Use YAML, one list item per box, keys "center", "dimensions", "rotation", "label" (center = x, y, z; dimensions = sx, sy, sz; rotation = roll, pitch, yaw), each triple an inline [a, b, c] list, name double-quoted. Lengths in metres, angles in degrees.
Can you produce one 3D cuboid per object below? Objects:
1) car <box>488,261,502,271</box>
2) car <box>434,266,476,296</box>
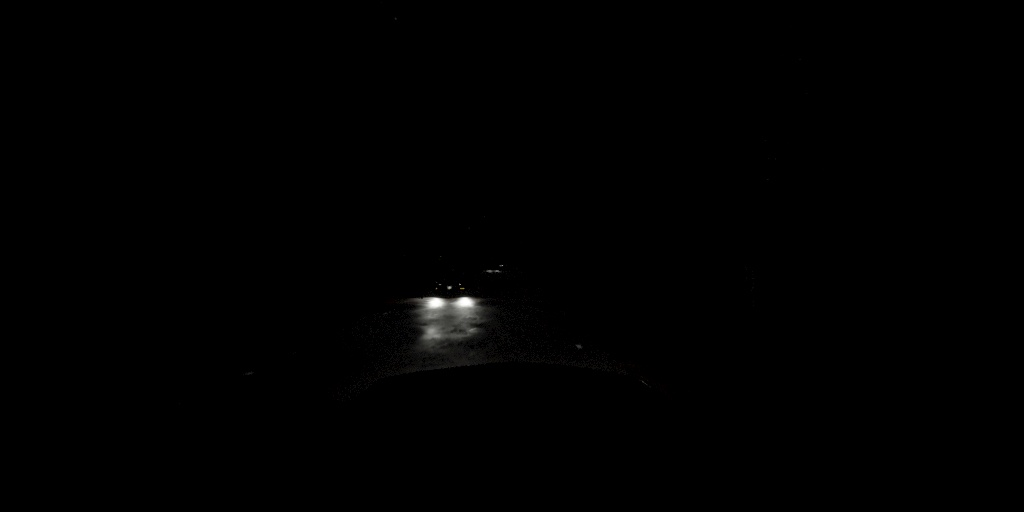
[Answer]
- center: [-3.154, 1.822, 63.234]
  dimensions: [2.033, 1.411, 5.357]
  rotation: [0, -1, 0]
  label: "car"
- center: [-3.137, 1.358, 20.397]
  dimensions: [1.837, 1.490, 4.892]
  rotation: [0, 0, 0]
  label: "car"
